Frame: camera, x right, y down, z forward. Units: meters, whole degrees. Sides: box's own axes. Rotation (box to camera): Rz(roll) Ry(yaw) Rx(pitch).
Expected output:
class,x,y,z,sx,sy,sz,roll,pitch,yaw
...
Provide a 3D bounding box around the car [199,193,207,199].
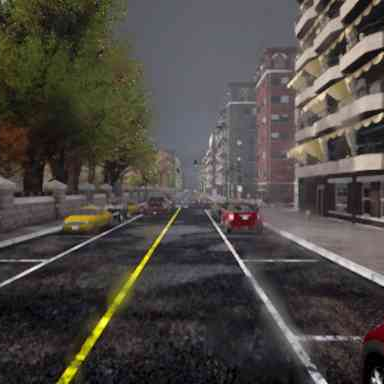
class,x,y,z,sx,sy,sz,roll,pitch,yaw
car,2.713,1.018,84.614,1.887,1.381,4.507,0,0,0

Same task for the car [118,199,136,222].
class,x,y,z,sx,sy,sz,roll,pitch,yaw
car,-5.683,1.384,24.350,2.008,1.369,4.403,0,0,0

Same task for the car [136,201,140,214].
class,x,y,z,sx,sy,sz,roll,pitch,yaw
car,-5.683,1.324,29.810,1.752,1.417,4.829,0,0,0

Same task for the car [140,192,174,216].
class,x,y,z,sx,sy,sz,roll,pitch,yaw
car,-3.071,1.151,29.806,2.097,1.767,4.553,0,0,0

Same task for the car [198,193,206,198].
class,x,y,z,sx,sy,sz,roll,pitch,yaw
car,2.715,0.993,90.150,2.008,1.369,4.403,0,0,0

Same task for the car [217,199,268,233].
class,x,y,z,sx,sy,sz,roll,pitch,yaw
car,2.694,1.310,18.717,1.967,1.590,4.097,0,0,0

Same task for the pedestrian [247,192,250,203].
class,x,y,z,sx,sy,sz,roll,pitch,yaw
pedestrian,7.149,0.938,42.161,0.375,1.860,0.375,0,1,0

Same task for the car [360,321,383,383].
class,x,y,z,sx,sy,sz,roll,pitch,yaw
car,2.690,1.426,1.827,1.967,1.590,4.097,0,0,0

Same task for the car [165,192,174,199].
class,x,y,z,sx,sy,sz,roll,pitch,yaw
car,-5.667,0.913,84.616,1.967,1.590,4.097,0,0,0

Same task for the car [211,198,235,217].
class,x,y,z,sx,sy,sz,roll,pitch,yaw
car,2.698,1.322,30.149,1.752,1.417,4.829,0,0,0

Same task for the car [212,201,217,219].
class,x,y,z,sx,sy,sz,roll,pitch,yaw
car,2.697,1.399,24.348,1.947,1.339,4.313,0,0,0

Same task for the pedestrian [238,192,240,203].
class,x,y,z,sx,sy,sz,roll,pitch,yaw
pedestrian,6.149,0.859,43.360,0.375,1.860,0.375,0,1,0

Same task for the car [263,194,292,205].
class,x,y,z,sx,sy,sz,roll,pitch,yaw
car,14.633,1.219,56.968,5.009,1.841,2.192,1,0,0

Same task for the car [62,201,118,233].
class,x,y,z,sx,sy,sz,roll,pitch,yaw
car,-5.686,1.397,18.550,1.752,1.417,4.829,0,0,0

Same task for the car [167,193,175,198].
class,x,y,z,sx,sy,sz,roll,pitch,yaw
car,-5.665,0.988,90.152,1.887,1.381,4.507,0,0,0

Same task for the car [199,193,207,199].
class,x,y,z,sx,sy,sz,roll,pitch,yaw
car,2.712,1.028,79.249,1.752,1.417,4.829,0,0,0
